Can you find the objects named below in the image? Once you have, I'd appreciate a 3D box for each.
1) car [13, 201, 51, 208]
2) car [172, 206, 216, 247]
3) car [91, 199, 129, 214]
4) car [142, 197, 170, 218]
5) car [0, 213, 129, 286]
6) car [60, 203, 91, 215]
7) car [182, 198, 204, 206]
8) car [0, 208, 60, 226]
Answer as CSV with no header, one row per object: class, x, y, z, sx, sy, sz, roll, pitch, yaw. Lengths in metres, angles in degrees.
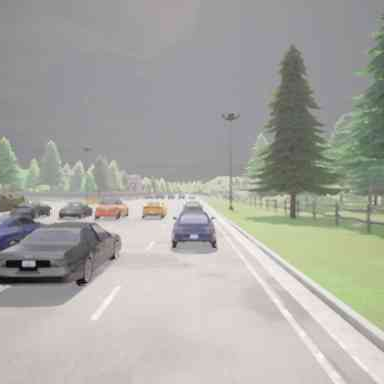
car,-14.057,1.565,29.402,2.128,1.511,4.902,0,0,-2
car,0.079,1.564,15.124,1.812,1.442,4.674,0,0,0
car,-6.917,1.425,29.168,2.097,1.767,4.553,0,0,0
car,-3.412,1.555,31.003,1.882,1.535,5.008,0,0,0
car,-3.439,1.572,9.553,2.033,1.411,5.357,0,0,0
car,-10.414,1.639,30.118,1.994,1.385,4.181,0,0,0
car,0.079,1.602,30.441,1.812,1.442,4.674,0,0,0
car,-6.923,1.557,12.527,1.812,1.442,4.674,0,0,0
